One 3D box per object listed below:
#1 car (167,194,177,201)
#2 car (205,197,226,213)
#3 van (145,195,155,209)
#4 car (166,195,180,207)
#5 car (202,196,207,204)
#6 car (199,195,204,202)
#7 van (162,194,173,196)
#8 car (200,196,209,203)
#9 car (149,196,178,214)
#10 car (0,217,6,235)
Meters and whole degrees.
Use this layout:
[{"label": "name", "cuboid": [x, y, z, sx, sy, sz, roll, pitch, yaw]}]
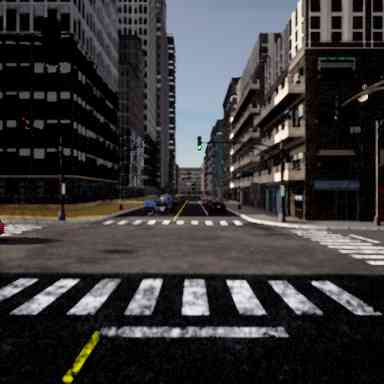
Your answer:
[{"label": "car", "cuboid": [-5.485, 1.390, 91.844, 2.192, 1.841, 5.009, 0, 0, 0]}, {"label": "car", "cuboid": [2.771, 1.591, 36.624, 1.947, 1.339, 4.313, 0, 0, 0]}, {"label": "van", "cuboid": [-5.588, 1.373, 46.610, 1.690, 1.788, 3.998, 0, 0, 0]}, {"label": "car", "cuboid": [-2.941, 1.638, 52.979, 1.895, 1.301, 4.718, 0, 0, 1]}, {"label": "car", "cuboid": [2.793, 1.578, 46.591, 1.887, 1.381, 4.507, 0, 0, 0]}, {"label": "car", "cuboid": [2.832, 1.599, 63.554, 2.008, 1.369, 4.403, 0, 0, 0]}, {"label": "van", "cuboid": [-5.537, 1.393, 69.226, 1.690, 1.788, 3.998, 0, 0, 0]}, {"label": "car", "cuboid": [2.857, 1.604, 74.862, 1.887, 1.381, 4.507, 0, 0, 0]}, {"label": "car", "cuboid": [-3.007, 1.515, 36.348, 2.128, 1.511, 4.902, 0, 0, 0]}, {"label": "car", "cuboid": [-11.224, 1.143, 14.449, 5.566, 2.045, 2.150, 3, 0, -1]}]
